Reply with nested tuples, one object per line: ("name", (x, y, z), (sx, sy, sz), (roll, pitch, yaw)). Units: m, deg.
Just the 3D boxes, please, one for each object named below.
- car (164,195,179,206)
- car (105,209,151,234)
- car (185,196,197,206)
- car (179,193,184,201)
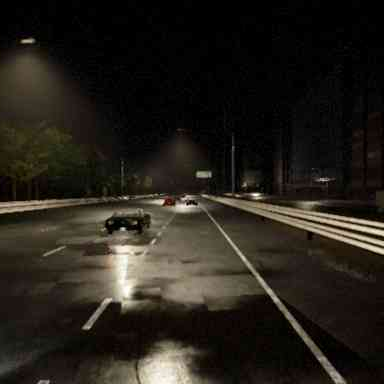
("car", (-3.626, 1.594, 55.105), (1.812, 1.442, 4.674), (0, 0, 0))
("car", (-3.506, 1.612, 19.122), (1.895, 1.301, 4.718), (0, 0, 0))
("car", (-0.034, 1.674, 58.239), (1.895, 1.301, 4.718), (0, 0, 0))
("car", (-3.825, 1.612, 85.530), (1.882, 1.535, 5.008), (0, 0, 0))
